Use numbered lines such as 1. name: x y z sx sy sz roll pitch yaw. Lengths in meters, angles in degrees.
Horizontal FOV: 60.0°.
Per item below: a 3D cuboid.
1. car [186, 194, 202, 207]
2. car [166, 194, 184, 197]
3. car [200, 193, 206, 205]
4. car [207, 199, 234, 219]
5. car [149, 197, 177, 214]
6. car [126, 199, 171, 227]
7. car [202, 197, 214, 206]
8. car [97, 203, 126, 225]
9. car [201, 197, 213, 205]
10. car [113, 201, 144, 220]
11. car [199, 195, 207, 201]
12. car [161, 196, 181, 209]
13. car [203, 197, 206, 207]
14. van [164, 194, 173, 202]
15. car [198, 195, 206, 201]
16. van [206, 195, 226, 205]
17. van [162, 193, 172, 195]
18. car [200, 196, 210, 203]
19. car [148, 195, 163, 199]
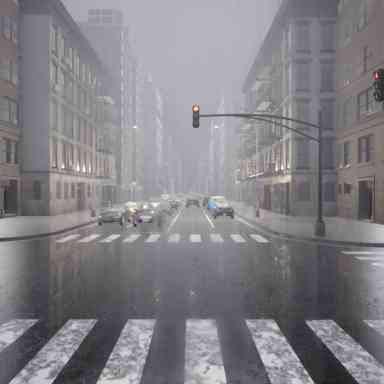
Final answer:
1. car: 0.098 1.502 50.041 1.837 1.490 4.892 0 0 0
2. car: -2.798 1.475 53.060 1.882 1.535 5.008 0 0 1
3. car: 2.644 1.312 50.573 2.192 1.841 5.009 0 0 0
4. car: 2.639 1.549 28.948 2.008 1.369 4.403 0 0 0
5. car: -2.845 1.545 32.792 2.033 1.411 5.357 0 0 0
6. car: -2.849 1.490 22.909 2.128 1.511 4.902 0 0 0
7. car: 2.646 1.563 55.979 1.947 1.339 4.313 0 0 0
8. car: -5.391 1.549 23.540 2.008 1.369 4.403 0 0 0
9. car: 2.647 1.548 61.385 2.008 1.369 4.403 0 0 0
10. car: -5.396 1.523 28.777 1.752 1.417 4.829 0 0 0
11. car: 2.653 1.541 83.010 1.887 1.381 4.507 0 0 0
12. car: -2.835 1.561 42.806 1.994 1.385 4.181 0 0 1
13. car: 2.641 1.579 39.760 1.802 1.307 4.206 0 0 0
14. van: -5.441 1.338 77.603 1.690 1.788 3.998 0 0 0
15. car: 2.654 1.562 88.416 1.947 1.339 4.313 0 0 0
16. van: 2.640 1.339 34.354 1.690 1.788 3.998 0 0 0
17. van: -5.431 1.338 66.790 1.690 1.788 3.998 0 0 0
18. car: 2.648 1.522 66.961 1.752 1.417 4.829 0 0 0
19. car: -5.411 1.437 45.166 1.967 1.590 4.097 0 0 0
